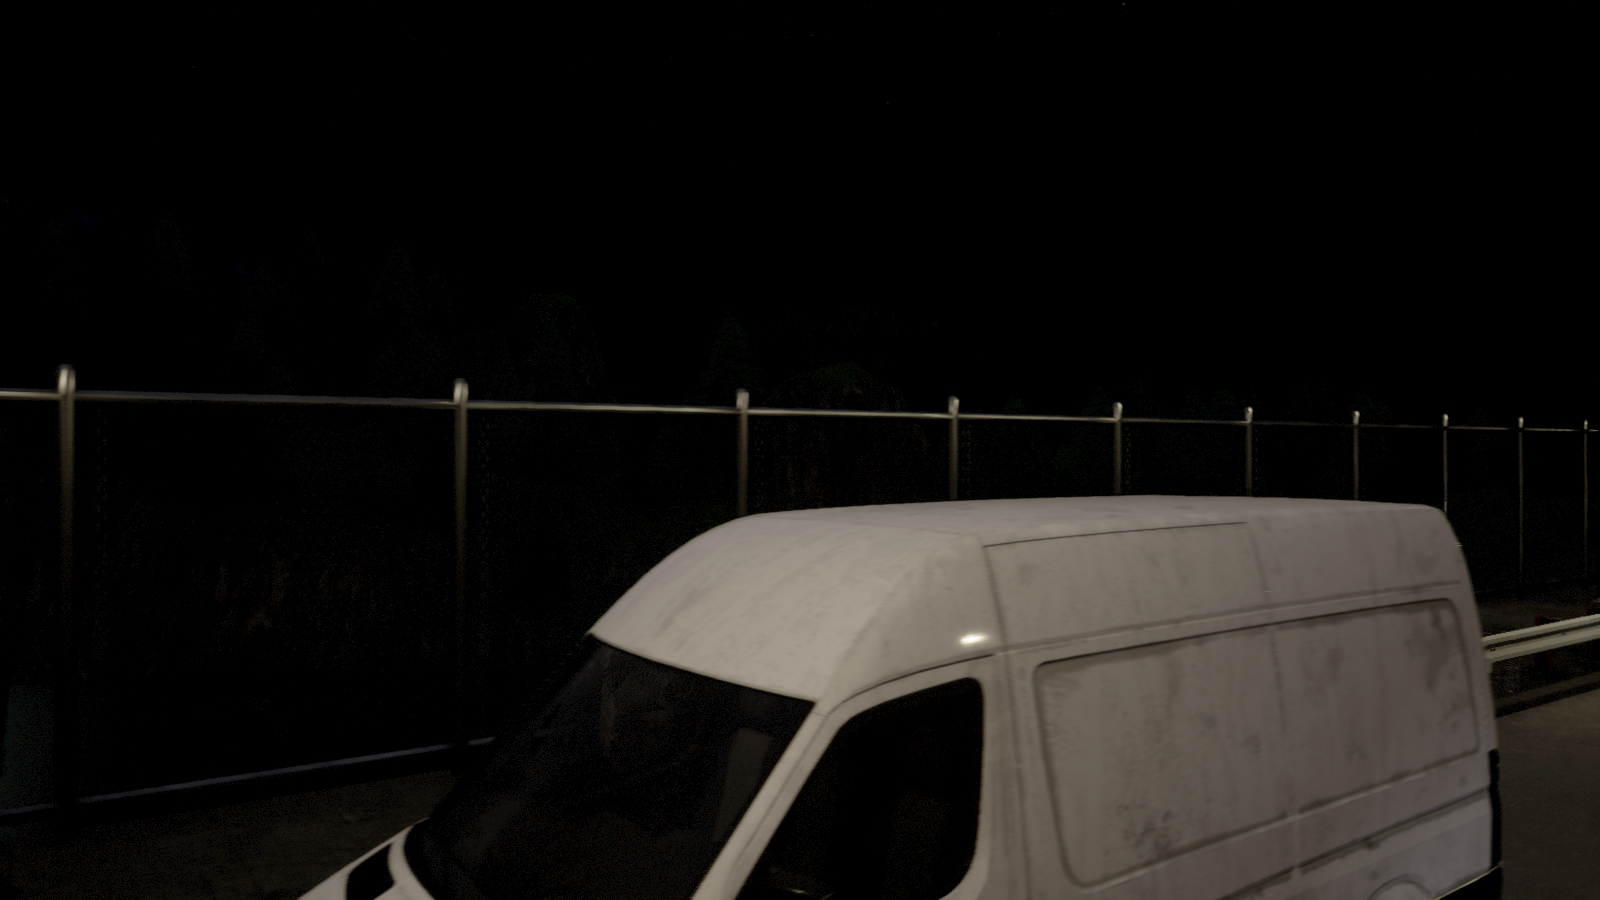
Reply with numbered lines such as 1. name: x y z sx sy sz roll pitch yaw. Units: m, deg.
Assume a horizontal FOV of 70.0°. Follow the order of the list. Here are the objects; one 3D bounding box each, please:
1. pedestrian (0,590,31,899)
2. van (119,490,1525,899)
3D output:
1. pedestrian: -4.601 1.745 6.408 0.375 1.860 0.375 0 0 -14
2. van: 0.637 1.534 4.838 5.915 2.561 1.988 0 0 -35
